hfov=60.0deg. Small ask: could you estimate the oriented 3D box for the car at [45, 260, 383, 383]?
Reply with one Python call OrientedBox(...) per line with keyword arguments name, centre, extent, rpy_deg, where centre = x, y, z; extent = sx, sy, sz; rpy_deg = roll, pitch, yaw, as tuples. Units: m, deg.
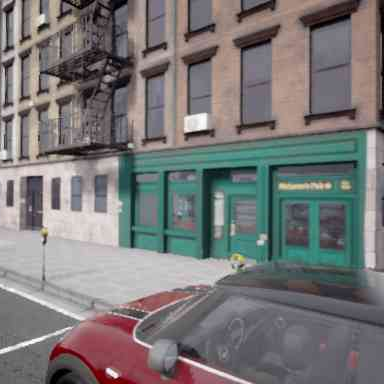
OrientedBox(name="car", centre=(0.757, 1.388, 2.678), extent=(4.553, 1.767, 2.097), rpy_deg=(0, -1, 39))
